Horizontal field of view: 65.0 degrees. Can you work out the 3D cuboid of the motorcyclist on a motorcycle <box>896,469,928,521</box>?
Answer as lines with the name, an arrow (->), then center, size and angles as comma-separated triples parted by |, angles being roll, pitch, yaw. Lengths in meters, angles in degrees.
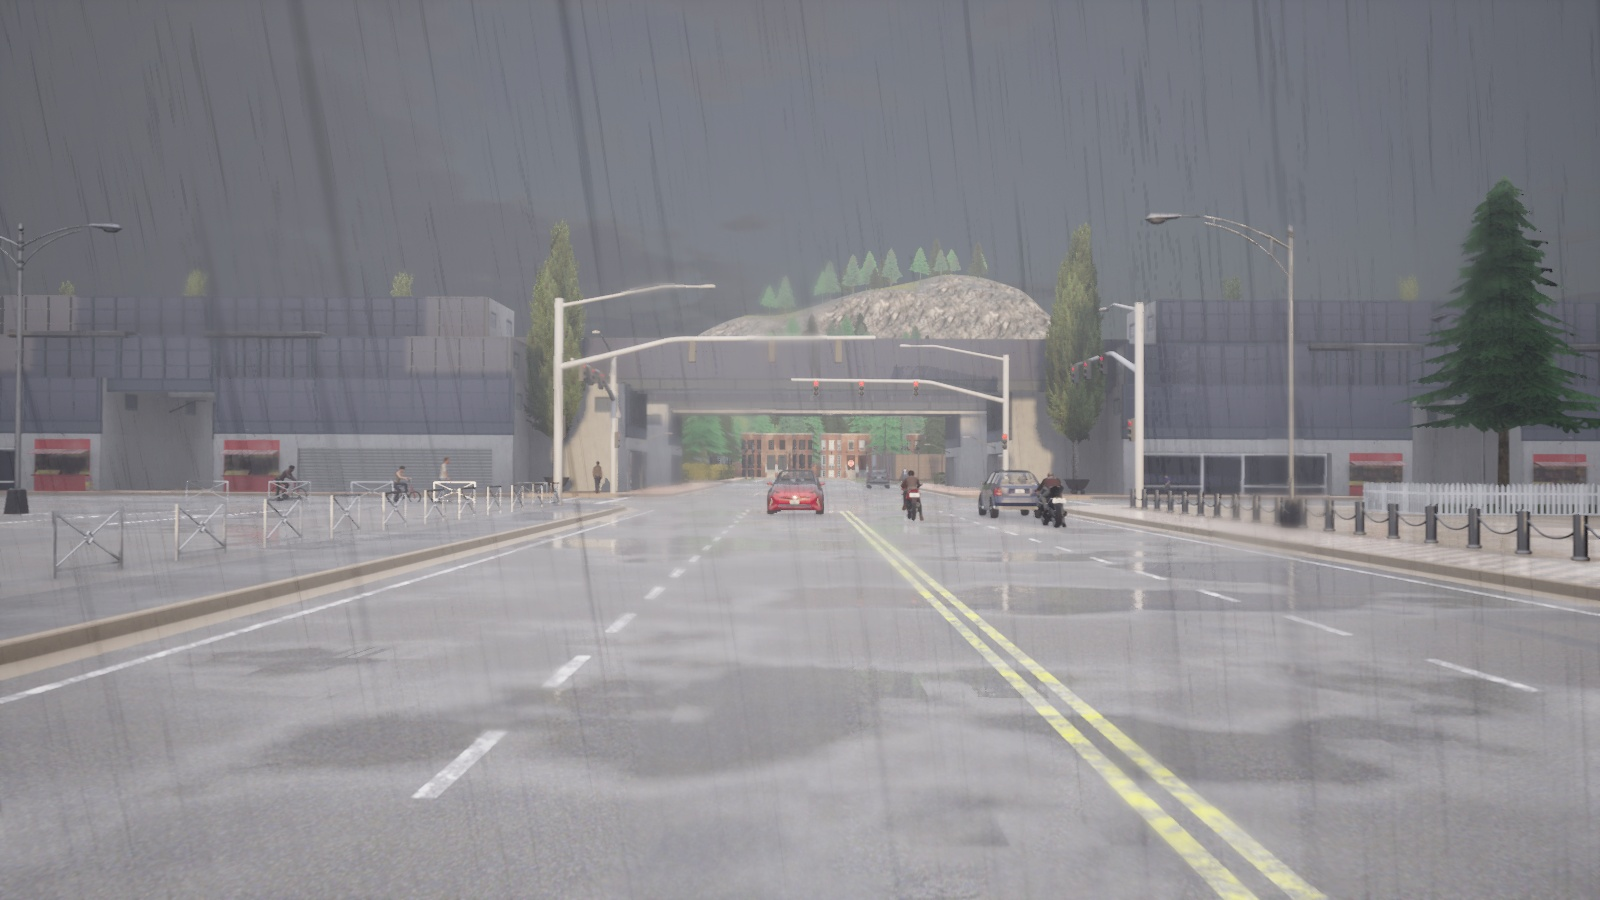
motorcyclist on a motorcycle -> 3.397, 1.347, 38.209 | 0.797, 1.523, 2.044 | 0, -1, 0

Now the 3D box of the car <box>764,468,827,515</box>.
car -> -0.102, 1.404, 43.465 | 2.007, 1.525, 4.514 | 0, -1, 2

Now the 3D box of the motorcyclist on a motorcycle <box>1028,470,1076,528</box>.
motorcyclist on a motorcycle -> 6.917, 1.333, 34.600 | 0.866, 1.530, 2.191 | 0, -1, 0

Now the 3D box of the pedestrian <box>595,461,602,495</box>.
pedestrian -> -11.022, 1.532, 68.568 | 0.328, 1.805, 0.869 | 0, -1, -5

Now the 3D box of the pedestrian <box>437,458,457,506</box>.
pedestrian -> -13.742, 1.250, 48.835 | 0.706, 1.836, 0.354 | 0, -1, -7

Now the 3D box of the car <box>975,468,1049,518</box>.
car -> 6.901, 1.375, 41.268 | 1.789, 1.549, 3.705 | 0, -1, 0
